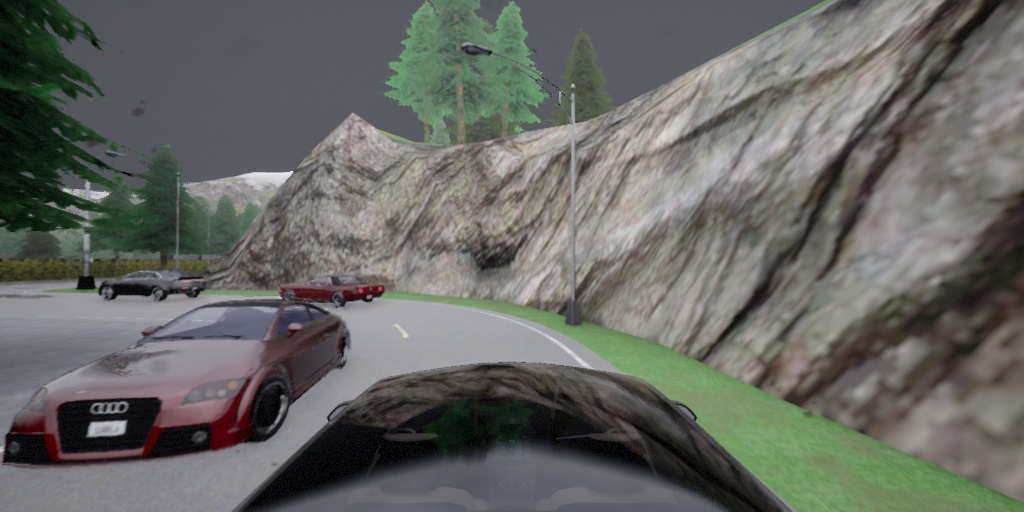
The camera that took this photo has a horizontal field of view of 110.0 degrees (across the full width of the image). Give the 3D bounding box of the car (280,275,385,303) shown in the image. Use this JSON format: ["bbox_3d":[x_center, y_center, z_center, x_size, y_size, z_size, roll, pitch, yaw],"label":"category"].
[{"bbox_3d":[-8.345,1.526,16.538,4.718,1.301,1.895,0,-1,21],"label":"car"}]

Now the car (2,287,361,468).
[{"bbox_3d":[-3.830,1.354,5.124,1.994,1.385,4.181,0,-1,-8],"label":"car"}]

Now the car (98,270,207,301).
[{"bbox_3d":[-18.269,1.436,18.269,4.902,1.511,2.128,0,-1,8],"label":"car"}]
